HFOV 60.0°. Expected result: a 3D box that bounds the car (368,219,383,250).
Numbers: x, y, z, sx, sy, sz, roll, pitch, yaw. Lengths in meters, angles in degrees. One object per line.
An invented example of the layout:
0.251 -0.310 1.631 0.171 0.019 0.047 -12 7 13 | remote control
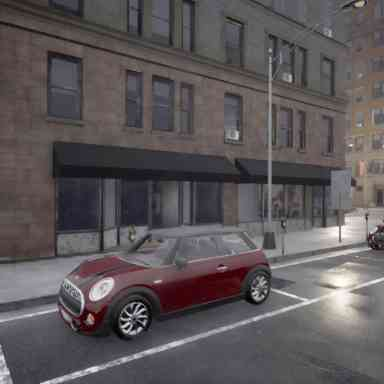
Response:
8.564 1.445 12.825 4.097 1.590 1.967 0 0 -35 | car

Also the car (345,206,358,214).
13.631 1.464 33.324 2.033 1.411 5.357 1 0 -36 | car

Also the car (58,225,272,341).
-0.395 1.441 6.466 4.097 1.590 1.967 0 0 -35 | car
